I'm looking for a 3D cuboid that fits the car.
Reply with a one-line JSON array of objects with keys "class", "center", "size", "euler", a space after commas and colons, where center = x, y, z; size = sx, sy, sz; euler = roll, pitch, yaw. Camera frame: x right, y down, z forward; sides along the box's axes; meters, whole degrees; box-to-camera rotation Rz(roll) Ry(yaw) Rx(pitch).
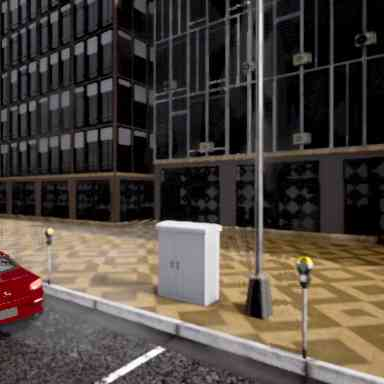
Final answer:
[{"class": "car", "center": [-4.297, 1.575, 5.939], "size": [4.206, 1.307, 1.802], "euler": [0, 0, 36]}]
